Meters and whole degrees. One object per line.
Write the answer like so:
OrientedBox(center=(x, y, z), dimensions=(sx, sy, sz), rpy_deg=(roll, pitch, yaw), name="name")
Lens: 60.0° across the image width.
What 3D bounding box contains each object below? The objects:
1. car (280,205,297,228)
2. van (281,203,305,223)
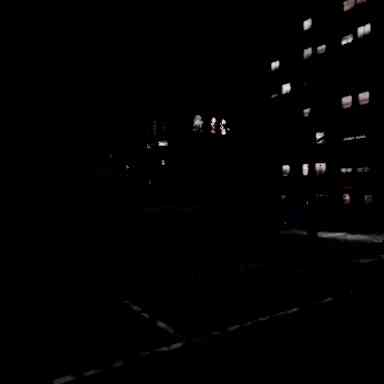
OrientedBox(center=(5.287, 2.021, 25.939), dimensions=(2.128, 1.511, 4.902), rpy_deg=(1, -1, -36), name="car")
OrientedBox(center=(8.592, 1.964, 31.217), dimensions=(1.690, 1.788, 3.998), rpy_deg=(-1, -1, -36), name="van")
